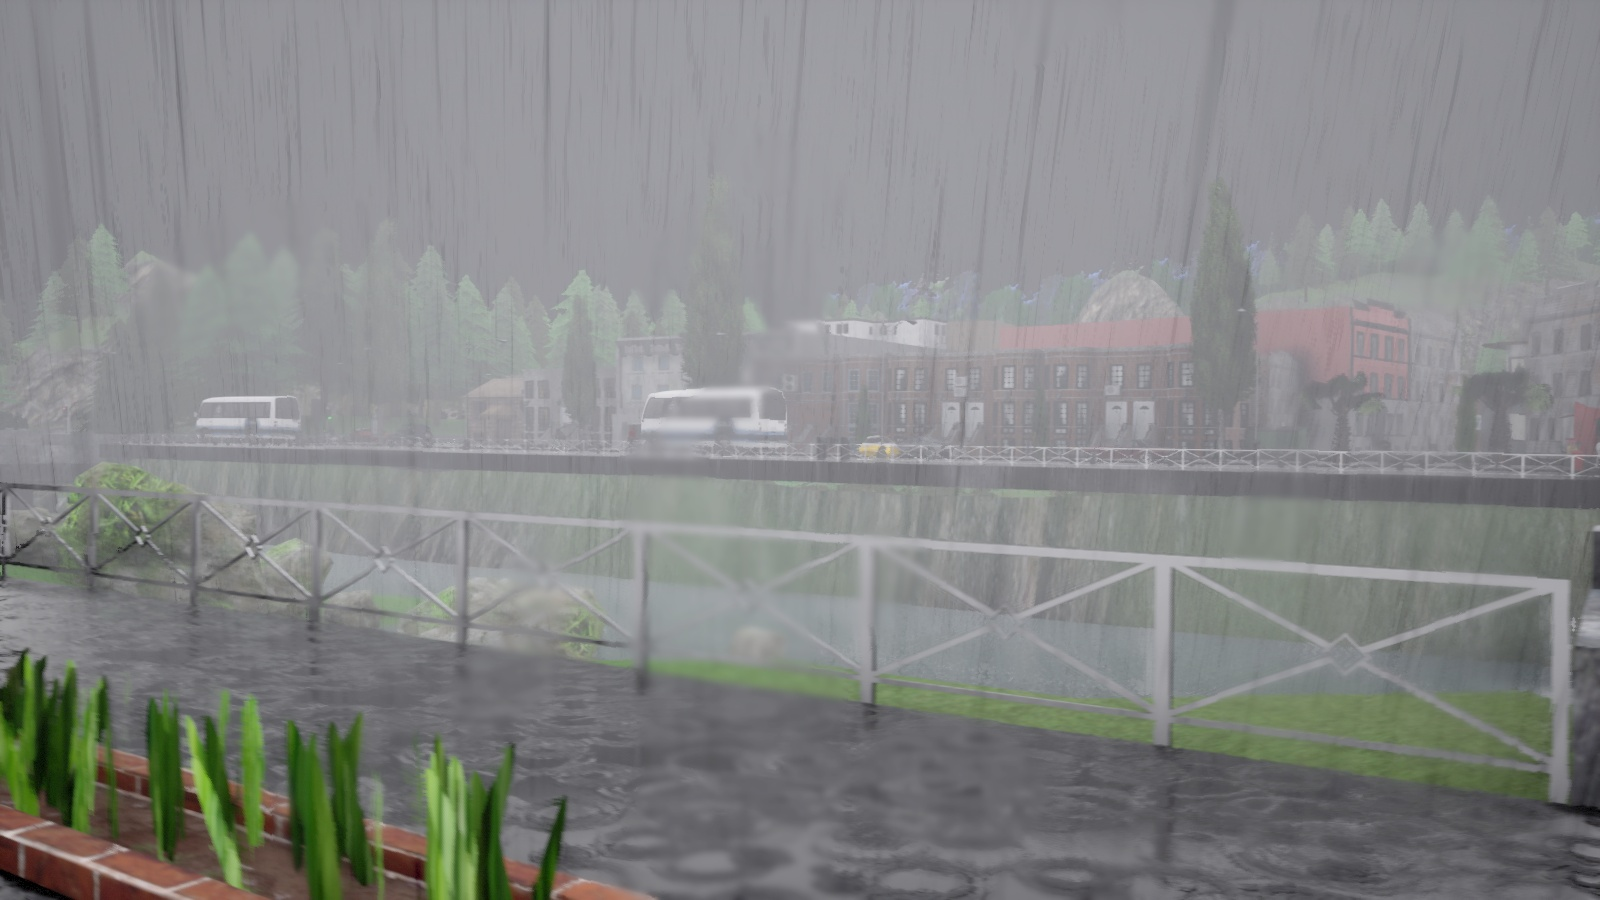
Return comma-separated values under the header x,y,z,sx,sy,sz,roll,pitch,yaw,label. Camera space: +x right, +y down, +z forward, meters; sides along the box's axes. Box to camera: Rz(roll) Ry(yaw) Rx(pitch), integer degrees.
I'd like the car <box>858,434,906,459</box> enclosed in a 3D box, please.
x,y,z,sx,sy,sz,roll,pitch,yaw,label
4.584,-0.216,70.406,2.207,1.376,1.481,0,1,34,car

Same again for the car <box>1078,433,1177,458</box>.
x,y,z,sx,sy,sz,roll,pitch,yaw,label
17.365,-0.236,66.721,4.718,1.301,1.895,0,1,34,car

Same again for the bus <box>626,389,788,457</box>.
x,y,z,sx,sy,sz,roll,pitch,yaw,label
-6.195,-1.713,82.334,10.273,4.253,3.944,0,1,34,bus

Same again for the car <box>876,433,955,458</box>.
x,y,z,sx,sy,sz,roll,pitch,yaw,label
6.792,-0.273,73.740,4.181,1.385,1.994,0,1,34,car
